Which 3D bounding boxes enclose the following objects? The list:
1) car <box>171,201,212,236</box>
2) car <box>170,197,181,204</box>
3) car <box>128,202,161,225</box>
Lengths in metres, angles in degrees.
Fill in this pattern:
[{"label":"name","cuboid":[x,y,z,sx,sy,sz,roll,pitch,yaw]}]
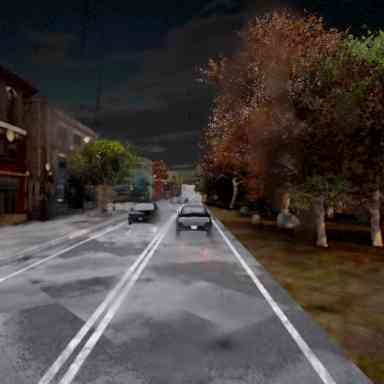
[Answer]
[{"label":"car","cuboid":[0.100,1.494,18.563,2.128,1.511,4.902,0,0,0]},{"label":"car","cuboid":[-3.165,1.677,64.911,2.128,1.511,4.902,0,0,1]},{"label":"car","cuboid":[-3.349,1.481,24.055,1.882,1.535,5.008,0,0,0]}]
